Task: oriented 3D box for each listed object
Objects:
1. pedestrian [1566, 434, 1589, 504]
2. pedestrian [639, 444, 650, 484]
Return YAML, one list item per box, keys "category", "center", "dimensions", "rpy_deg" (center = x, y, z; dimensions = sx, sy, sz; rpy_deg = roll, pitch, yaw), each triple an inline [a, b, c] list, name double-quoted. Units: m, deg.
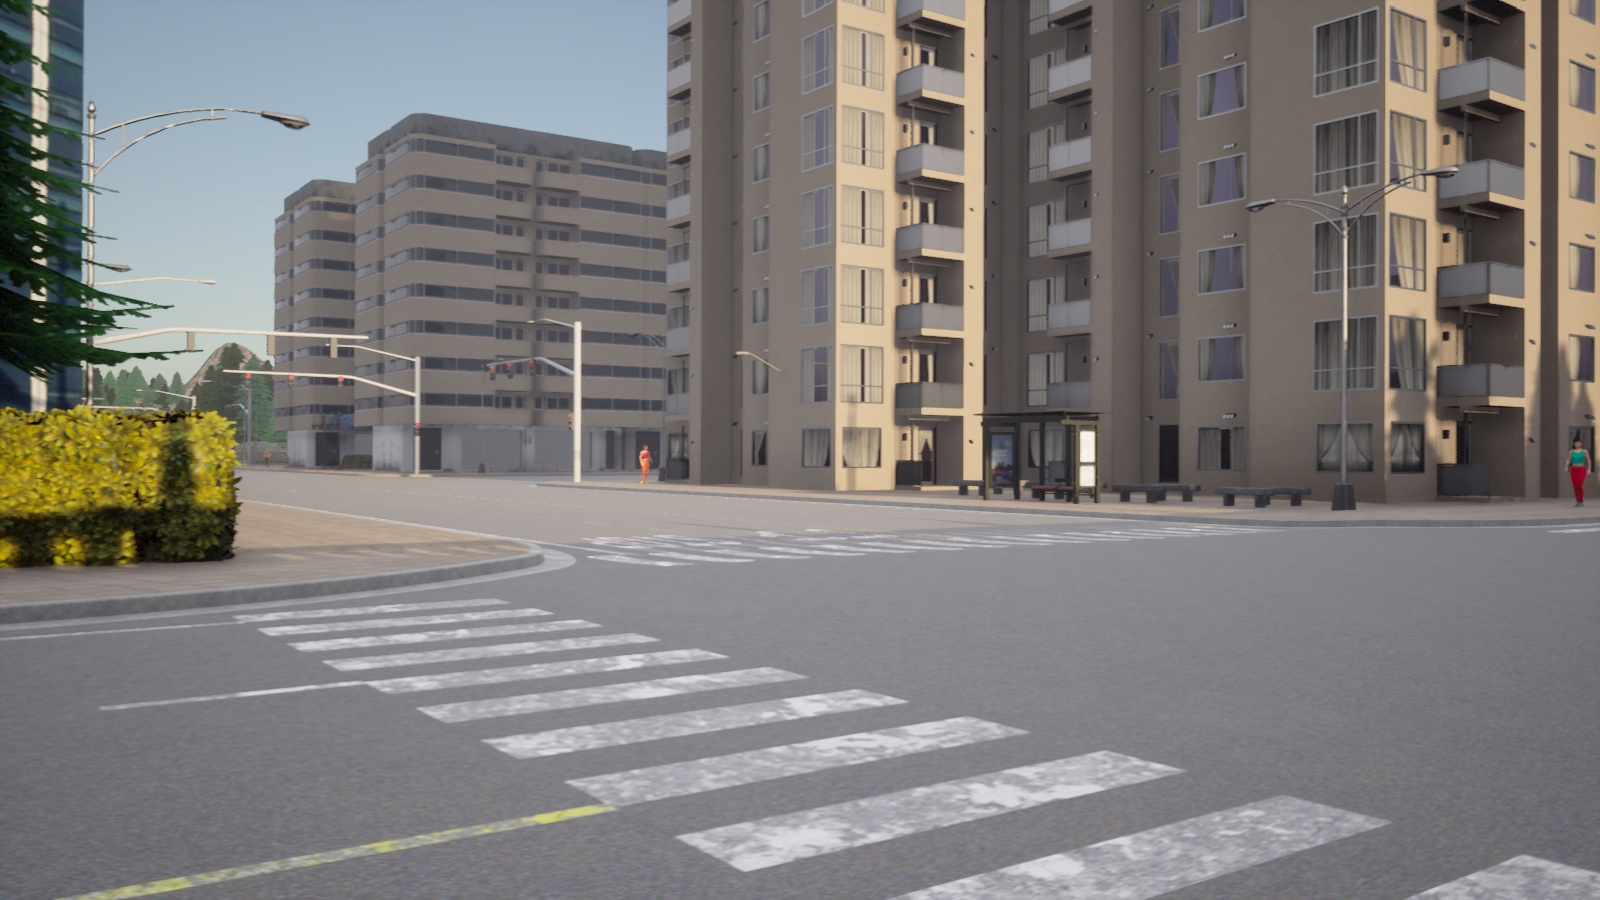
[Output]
- category: "pedestrian"
  center: [20.616, 0.493, 33.308]
  dimensions: [0.594, 1.836, 0.345]
  rpy_deg: [0, 0, -40]
- category: "pedestrian"
  center: [-7.207, 0.656, 58.164]
  dimensions: [0.345, 1.836, 0.594]
  rpy_deg: [0, 0, -29]
